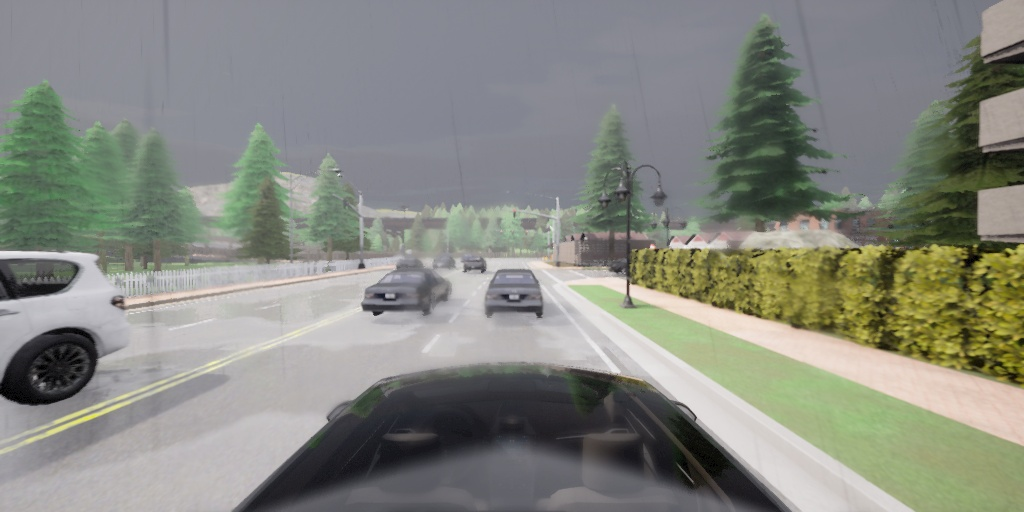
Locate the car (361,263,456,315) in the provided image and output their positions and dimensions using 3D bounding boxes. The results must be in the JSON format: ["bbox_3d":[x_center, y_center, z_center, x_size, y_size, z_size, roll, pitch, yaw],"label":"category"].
[{"bbox_3d":[-3.421,1.135,12.623,2.033,1.411,5.357,0,1,0],"label":"car"}]

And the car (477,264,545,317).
[{"bbox_3d":[0.077,1.138,12.390,2.033,1.411,5.357,0,1,0],"label":"car"}]

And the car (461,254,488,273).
[{"bbox_3d":[-3.408,0.761,33.941,2.128,1.511,4.902,0,1,0],"label":"car"}]

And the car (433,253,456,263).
[{"bbox_3d":[-7.097,0.704,37.816,2.128,1.511,4.902,0,1,0],"label":"car"}]

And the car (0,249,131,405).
[{"bbox_3d":[-7.092,0.948,3.262,2.150,2.045,5.566,0,1,0],"label":"car"}]

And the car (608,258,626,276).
[{"bbox_3d":[10.304,0.785,28.811,5.008,1.535,1.882,0,0,-1],"label":"car"}]

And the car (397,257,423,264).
[{"bbox_3d":[-10.597,0.783,37.360,1.994,1.385,4.181,0,1,0],"label":"car"}]

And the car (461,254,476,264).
[{"bbox_3d":[-7.002,0.458,58.000,1.812,1.442,4.674,0,1,0],"label":"car"}]
